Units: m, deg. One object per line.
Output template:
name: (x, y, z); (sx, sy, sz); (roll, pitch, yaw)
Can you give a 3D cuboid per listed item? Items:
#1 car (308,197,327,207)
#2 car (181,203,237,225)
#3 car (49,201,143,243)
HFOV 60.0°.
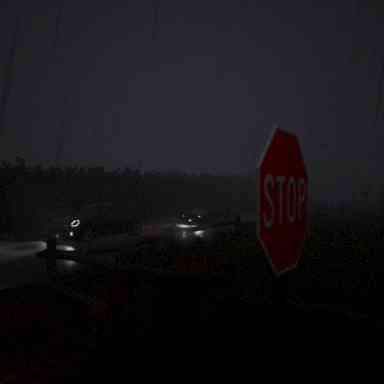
car: (16.665, 1.333, 45.620); (2.033, 1.411, 5.357); (0, 1, -1)
car: (1.425, 1.540, 24.728); (2.033, 1.411, 5.357); (0, 0, 36)
car: (-4.583, 1.352, 16.332); (2.097, 1.767, 4.553); (0, 0, 36)
